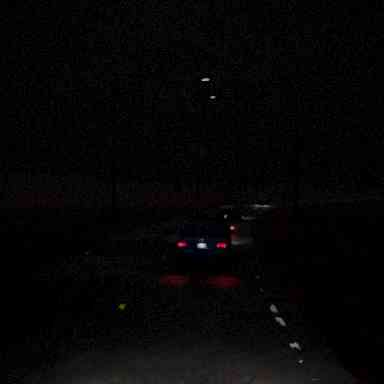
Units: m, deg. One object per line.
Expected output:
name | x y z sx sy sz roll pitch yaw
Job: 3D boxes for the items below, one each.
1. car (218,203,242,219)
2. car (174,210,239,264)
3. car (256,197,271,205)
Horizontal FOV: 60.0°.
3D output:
car | 3.179 1.683 28.273 1.812 1.442 4.674 0 0 14
car | 0.544 1.631 12.255 2.033 1.411 5.357 0 0 6
car | 13.741 1.666 63.809 1.882 1.535 5.008 1 1 29
